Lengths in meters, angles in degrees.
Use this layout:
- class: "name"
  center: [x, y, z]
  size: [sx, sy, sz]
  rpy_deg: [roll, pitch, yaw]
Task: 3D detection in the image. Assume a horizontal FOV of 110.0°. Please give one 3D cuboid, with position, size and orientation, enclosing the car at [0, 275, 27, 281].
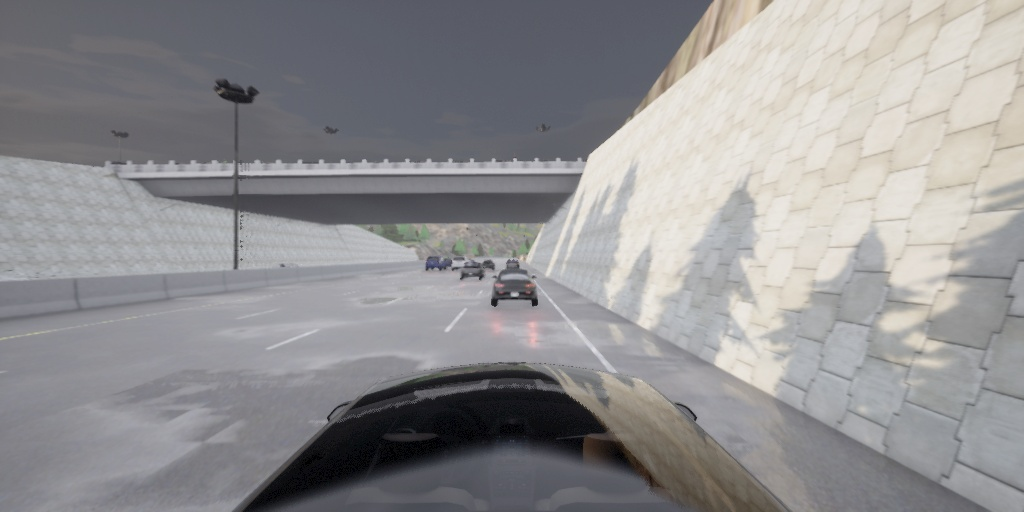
- class: "car"
  center: [-21.088, 1.264, 13.115]
  size: [1.812, 1.442, 4.674]
  rpy_deg: [0, 0, 0]

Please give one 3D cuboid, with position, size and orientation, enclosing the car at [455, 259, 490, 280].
- class: "car"
  center: [-3.388, 1.262, 31.758]
  size: [2.128, 1.511, 4.902]
  rpy_deg: [0, 0, 0]

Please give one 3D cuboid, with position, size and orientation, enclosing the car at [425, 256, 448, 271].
- class: "car"
  center: [-10.479, 0.999, 49.710]
  size: [2.150, 2.045, 5.566]
  rpy_deg: [0, 0, 0]

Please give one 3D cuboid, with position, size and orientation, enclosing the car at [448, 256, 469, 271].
- class: "car"
  center: [-6.979, 1.003, 49.709]
  size: [2.150, 2.045, 5.566]
  rpy_deg: [0, 0, 0]

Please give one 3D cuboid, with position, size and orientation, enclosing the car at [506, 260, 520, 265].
- class: "car"
  center: [0.121, 1.276, 49.404]
  size: [2.128, 1.511, 4.902]
  rpy_deg: [0, 0, 0]

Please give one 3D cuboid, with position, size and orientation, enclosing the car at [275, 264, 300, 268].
- class: "car"
  center: [-21.041, 1.355, 32.988]
  size: [1.895, 1.301, 4.718]
  rpy_deg: [0, 0, 1]

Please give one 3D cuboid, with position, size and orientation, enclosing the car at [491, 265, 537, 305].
- class: "car"
  center: [0.105, 1.287, 15.910]
  size: [1.812, 1.442, 4.674]
  rpy_deg: [0, 0, 0]

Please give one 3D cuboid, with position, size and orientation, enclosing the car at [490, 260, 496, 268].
- class: "car"
  center: [-3.451, 1.294, 53.061]
  size: [1.837, 1.490, 4.892]
  rpy_deg: [0, 1, 1]

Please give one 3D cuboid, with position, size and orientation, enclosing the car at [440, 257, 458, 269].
- class: "car"
  center: [-10.473, 1.139, 60.068]
  size: [2.097, 1.767, 4.553]
  rpy_deg: [0, 0, 0]
